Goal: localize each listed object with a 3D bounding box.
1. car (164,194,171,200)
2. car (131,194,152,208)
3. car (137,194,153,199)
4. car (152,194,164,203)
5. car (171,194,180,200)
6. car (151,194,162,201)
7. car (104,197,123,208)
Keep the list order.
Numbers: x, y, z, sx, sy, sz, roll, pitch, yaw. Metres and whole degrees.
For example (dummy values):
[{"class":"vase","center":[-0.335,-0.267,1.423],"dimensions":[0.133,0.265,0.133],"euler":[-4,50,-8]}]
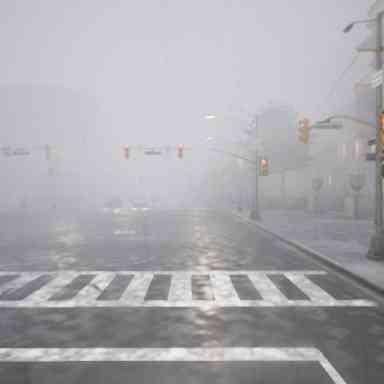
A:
[{"class":"car","center":[-7.757,1.455,86.029],"dimensions":[1.895,1.301,4.718],"euler":[0,0,-25]},{"class":"car","center":[-7.192,1.449,46.862],"dimensions":[1.812,1.442,4.674],"euler":[0,0,0]},{"class":"car","center":[-13.323,1.273,94.642],"dimensions":[1.882,1.535,5.008],"euler":[0,0,-43]},{"class":"car","center":[-7.206,1.369,66.219],"dimensions":[1.882,1.535,5.008],"euler":[0,0,0]},{"class":"car","center":[-5.107,1.211,88.519],"dimensions":[2.097,1.767,4.553],"euler":[0,0,-29]},{"class":"car","center":[-8.464,1.351,77.866],"dimensions":[1.882,1.535,5.008],"euler":[0,0,-14]},{"class":"car","center":[-10.685,1.431,45.653],"dimensions":[1.837,1.490,4.892],"euler":[0,0,0]}]
